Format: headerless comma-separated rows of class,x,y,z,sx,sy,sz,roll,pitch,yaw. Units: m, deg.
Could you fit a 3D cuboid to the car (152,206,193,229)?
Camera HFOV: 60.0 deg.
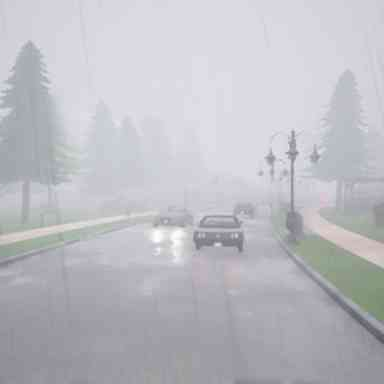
car,-1.166,1.594,21.878,1.994,1.385,4.181,0,0,12

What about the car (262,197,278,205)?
car,14.154,1.635,60.322,2.128,1.511,4.902,0,0,32

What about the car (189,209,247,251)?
car,1.249,1.628,14.316,1.895,1.301,4.718,0,0,8

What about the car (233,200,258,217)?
car,5.123,1.571,31.736,1.837,1.490,4.892,0,0,17

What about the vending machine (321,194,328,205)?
vending machine,25.074,1.378,63.066,1.100,2.100,0.880,0,0,38
